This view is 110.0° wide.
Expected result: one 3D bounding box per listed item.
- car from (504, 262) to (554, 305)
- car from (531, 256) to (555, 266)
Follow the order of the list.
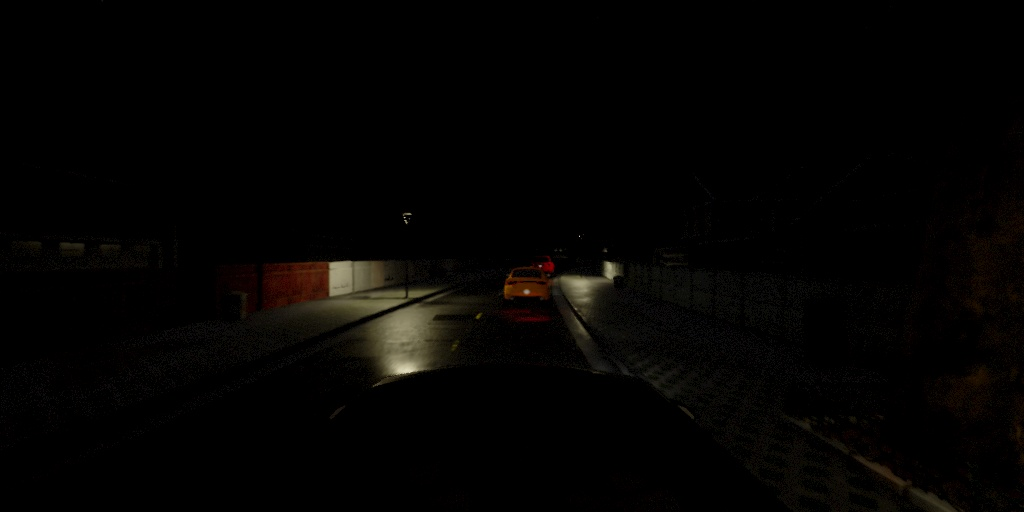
[{"bbox_3d":[0.733,1.235,16.322,1.882,1.535,5.008,0,0,4],"label":"car"},{"bbox_3d":[2.982,1.003,35.147,2.150,2.045,5.566,0,0,9],"label":"car"}]
